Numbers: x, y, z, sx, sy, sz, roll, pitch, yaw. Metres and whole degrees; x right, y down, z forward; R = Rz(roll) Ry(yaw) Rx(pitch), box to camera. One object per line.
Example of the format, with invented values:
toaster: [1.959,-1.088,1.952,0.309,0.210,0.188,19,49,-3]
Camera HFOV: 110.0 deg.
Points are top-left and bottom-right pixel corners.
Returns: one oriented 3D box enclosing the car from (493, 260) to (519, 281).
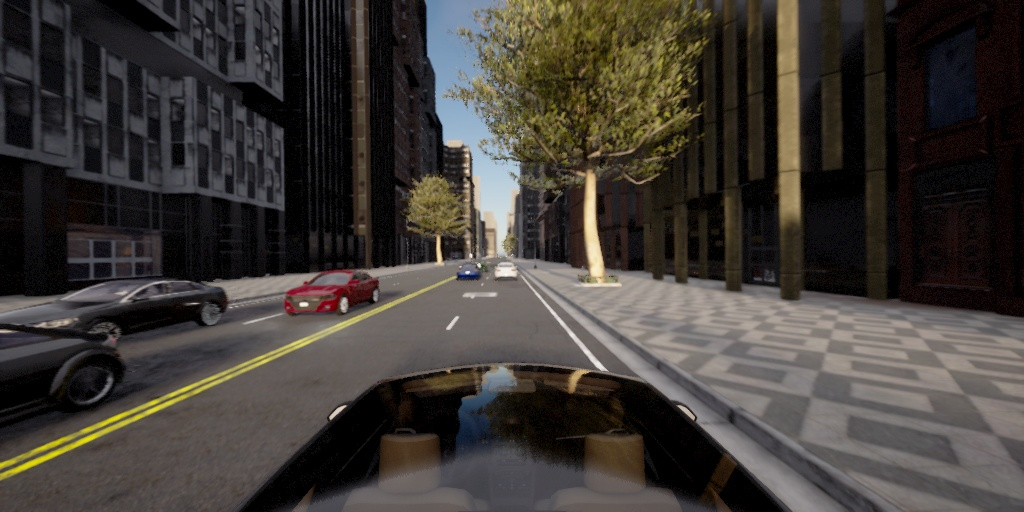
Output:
car: [-0.508,1.274,30.567,1.812,1.442,4.674,-1,0,-1]

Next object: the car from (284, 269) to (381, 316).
car: [-6.820,1.306,14.159,1.882,1.535,5.008,-1,0,-1]

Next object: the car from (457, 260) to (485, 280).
car: [-3.763,1.352,32.066,1.994,1.385,4.181,-1,0,-1]

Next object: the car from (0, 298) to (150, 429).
car: [-6.597,1.393,3.433,1.994,1.385,4.181,-1,0,-1]

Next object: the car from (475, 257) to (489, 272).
car: [-4.062,1.141,46.092,2.097,1.767,4.553,-1,0,-1]

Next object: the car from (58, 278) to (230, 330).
car: [-9.892,1.360,9.354,2.128,1.511,4.902,-1,0,-1]
